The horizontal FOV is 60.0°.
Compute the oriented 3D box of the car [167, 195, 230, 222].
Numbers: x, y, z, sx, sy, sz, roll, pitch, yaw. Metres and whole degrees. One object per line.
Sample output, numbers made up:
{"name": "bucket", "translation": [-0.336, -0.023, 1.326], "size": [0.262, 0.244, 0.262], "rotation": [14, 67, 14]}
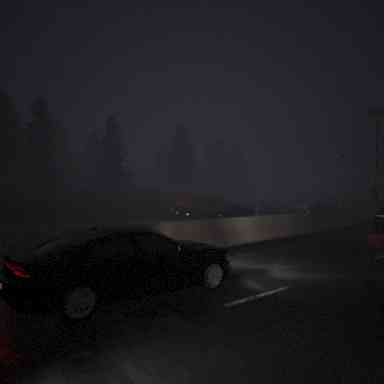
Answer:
{"name": "car", "translation": [0.683, 1.324, 28.369], "size": [2.150, 2.045, 5.566], "rotation": [0, 0, 42]}

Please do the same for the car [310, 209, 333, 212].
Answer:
{"name": "car", "translation": [12.541, 1.695, 31.766], "size": [2.033, 1.411, 5.357], "rotation": [0, 0, 36]}

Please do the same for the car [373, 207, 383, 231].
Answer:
{"name": "car", "translation": [12.767, 1.602, 20.701], "size": [2.128, 1.511, 4.902], "rotation": [0, 0, 42]}

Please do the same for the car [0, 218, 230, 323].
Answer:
{"name": "car", "translation": [-1.349, 1.499, 7.318], "size": [5.008, 1.535, 1.882], "rotation": [1, 0, -37]}

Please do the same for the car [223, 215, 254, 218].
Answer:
{"name": "car", "translation": [2.808, 1.575, 25.584], "size": [1.882, 1.535, 5.008], "rotation": [0, 0, 43]}
